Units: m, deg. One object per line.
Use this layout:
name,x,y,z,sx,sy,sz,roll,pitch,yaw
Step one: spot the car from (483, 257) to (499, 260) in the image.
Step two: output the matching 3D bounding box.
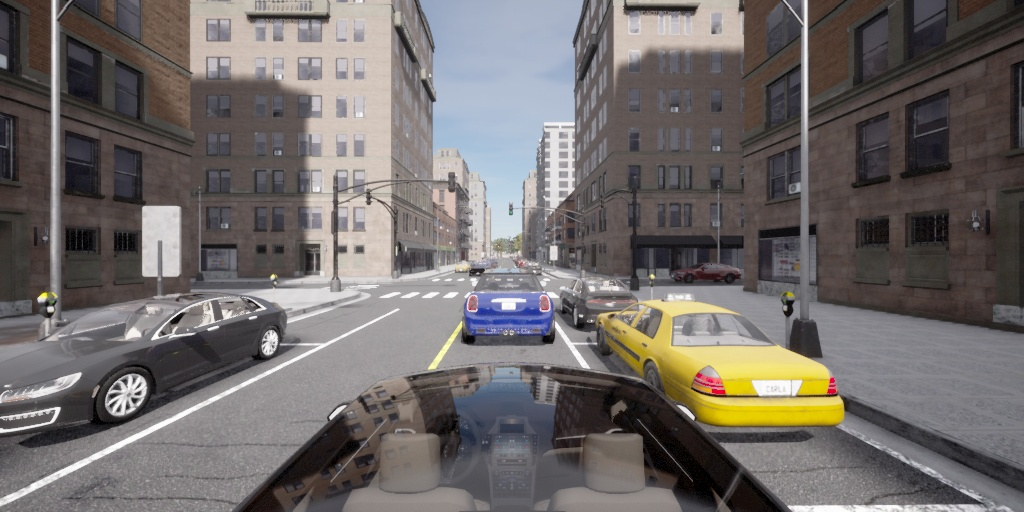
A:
car,-3.478,1.308,56.253,1.994,1.385,4.181,0,0,-1

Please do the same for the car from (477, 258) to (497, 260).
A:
car,-3.365,1.294,46.247,2.033,1.411,5.357,0,0,0

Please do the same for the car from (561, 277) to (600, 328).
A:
car,2.536,1.300,11.110,2.007,1.370,4.403,0,0,-1

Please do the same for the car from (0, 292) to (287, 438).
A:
car,-5.428,1.300,5.608,2.007,1.370,4.403,0,0,-1

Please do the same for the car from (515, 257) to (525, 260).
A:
car,1.945,1.183,60.710,1.967,1.591,4.097,0,0,-1

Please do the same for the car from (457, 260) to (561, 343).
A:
car,-0.082,1.102,9.866,2.097,1.767,4.553,0,0,0

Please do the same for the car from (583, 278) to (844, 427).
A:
car,2.604,1.275,5.874,1.751,1.417,4.829,0,0,-1

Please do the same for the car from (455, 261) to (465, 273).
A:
car,-5.875,1.273,43.399,1.751,1.417,4.829,0,0,-1

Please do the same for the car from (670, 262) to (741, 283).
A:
car,13.938,1.187,25.884,4.674,1.442,1.812,0,0,1
